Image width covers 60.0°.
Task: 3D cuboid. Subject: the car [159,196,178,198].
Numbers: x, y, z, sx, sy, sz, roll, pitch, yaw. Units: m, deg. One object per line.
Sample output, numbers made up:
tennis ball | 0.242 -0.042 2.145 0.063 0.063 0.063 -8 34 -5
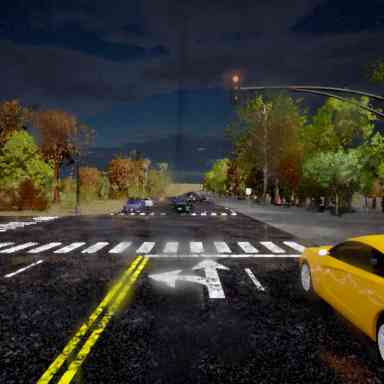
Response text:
car | -3.487 1.507 49.191 1.837 1.490 4.892 0 0 0

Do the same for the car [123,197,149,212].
car | -6.712 1.353 39.271 2.097 1.767 4.553 0 0 0

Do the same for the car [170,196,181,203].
car | -3.449 1.544 69.647 2.033 1.411 5.357 0 0 0

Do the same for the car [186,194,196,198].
car | -0.173 1.606 70.796 1.895 1.301 4.718 0 0 0

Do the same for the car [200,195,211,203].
car | 3.068 1.503 71.556 2.128 1.511 4.902 0 0 0

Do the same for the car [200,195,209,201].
car | 3.016 1.457 81.711 2.033 1.411 5.357 0 0 0

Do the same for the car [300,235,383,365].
car | 3.346 1.444 5.477 1.882 1.535 5.008 0 1 0

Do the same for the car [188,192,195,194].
car | -0.231 1.110 80.899 2.150 2.045 5.566 0 0 0

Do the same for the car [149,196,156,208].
car | -6.746 1.528 48.256 1.812 1.442 4.674 0 0 0

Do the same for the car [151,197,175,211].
car | -3.465 1.602 40.116 1.895 1.301 4.718 0 0 0

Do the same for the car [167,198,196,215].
car | -0.939 1.564 33.944 1.994 1.385 4.181 0 0 7

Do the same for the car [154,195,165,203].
car | -6.700 1.484 69.139 1.882 1.535 5.008 0 0 0
